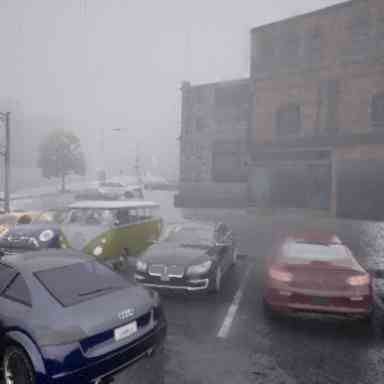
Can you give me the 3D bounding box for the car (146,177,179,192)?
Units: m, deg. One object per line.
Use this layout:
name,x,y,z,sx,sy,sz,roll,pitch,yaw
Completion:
car,-4.215,-0.868,45.528,4.892,1.521,2.231,0,6,9

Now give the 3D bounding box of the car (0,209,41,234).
car,-4.901,1.387,12.468,2.185,1.767,4.553,0,-1,14

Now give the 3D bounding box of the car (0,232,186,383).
car,-2.407,1.577,5.007,4.181,1.385,1.994,0,0,35

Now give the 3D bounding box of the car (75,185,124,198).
car,-9.977,0.307,34.969,4.674,1.452,2.002,0,6,9

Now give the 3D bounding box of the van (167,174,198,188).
van,-1.437,-1.663,50.799,4.442,1.987,1.878,0,6,9

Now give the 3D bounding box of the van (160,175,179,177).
van,-2.882,-1.378,48.153,4.442,1.987,1.878,0,6,9

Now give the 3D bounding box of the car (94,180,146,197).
car,-8.516,-0.267,37.581,5.566,2.045,2.435,0,6,9

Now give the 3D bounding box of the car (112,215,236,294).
car,0.074,1.496,9.024,2.231,1.521,4.892,0,-1,15

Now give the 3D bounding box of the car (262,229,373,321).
car,2.541,1.525,7.284,2.002,1.452,4.674,0,-1,15

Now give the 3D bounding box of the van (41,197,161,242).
van,-2.440,1.276,10.625,1.878,1.987,4.442,0,-1,14
